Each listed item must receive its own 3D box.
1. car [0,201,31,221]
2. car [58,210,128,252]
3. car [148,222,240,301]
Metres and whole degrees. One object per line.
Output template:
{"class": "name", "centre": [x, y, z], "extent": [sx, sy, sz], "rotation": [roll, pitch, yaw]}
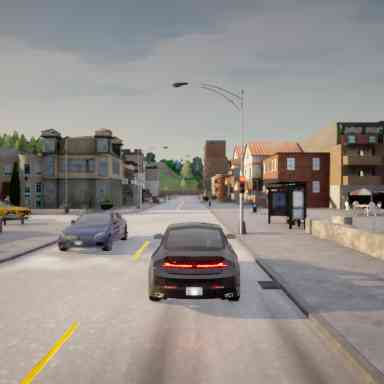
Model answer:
{"class": "car", "centre": [-15.493, 1.478, 26.532], "extent": [5.008, 1.535, 1.882], "rotation": [0, 0, 0]}
{"class": "car", "centre": [-3.921, 1.526, 13.991], "extent": [1.812, 1.442, 4.674], "rotation": [0, 0, 2]}
{"class": "car", "centre": [0.062, 1.505, 8.294], "extent": [1.837, 1.490, 4.892], "rotation": [0, 0, 1]}
